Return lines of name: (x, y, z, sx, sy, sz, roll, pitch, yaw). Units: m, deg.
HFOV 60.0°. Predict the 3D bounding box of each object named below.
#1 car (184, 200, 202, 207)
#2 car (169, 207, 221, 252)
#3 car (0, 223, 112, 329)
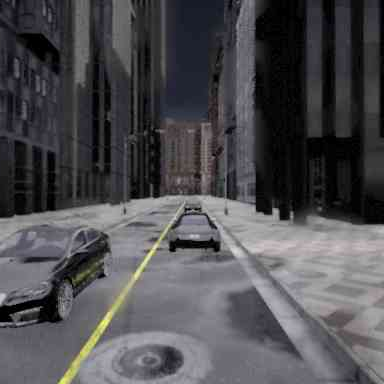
car: (0.102, 1.567, 37.072, 1.895, 1.301, 4.718, 0, 0, 0)
car: (0.100, 1.563, 13.990, 1.994, 1.385, 4.181, 0, 0, 0)
car: (-3.099, 1.494, 7.273, 2.128, 1.511, 4.902, 0, 0, 0)
